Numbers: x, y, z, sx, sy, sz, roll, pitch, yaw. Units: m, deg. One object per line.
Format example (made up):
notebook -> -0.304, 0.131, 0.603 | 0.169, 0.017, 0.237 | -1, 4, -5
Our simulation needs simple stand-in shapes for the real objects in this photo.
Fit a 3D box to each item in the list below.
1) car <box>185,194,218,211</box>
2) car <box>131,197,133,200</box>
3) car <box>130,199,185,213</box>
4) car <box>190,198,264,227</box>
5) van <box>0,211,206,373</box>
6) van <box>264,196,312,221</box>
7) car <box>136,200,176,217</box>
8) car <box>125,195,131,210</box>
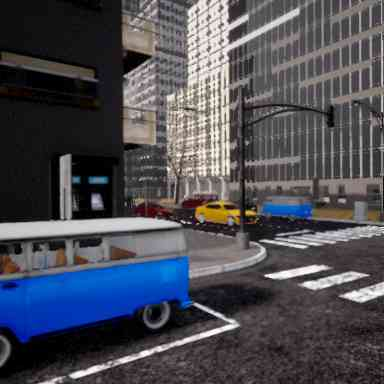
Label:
car -> 0.932, 1.163, 34.872 | 2.192, 1.841, 5.009 | -1, 1, -35
car -> -10.766, 1.258, 52.263 | 1.837, 1.490, 4.892 | -1, 1, -35
car -> -2.738, 1.520, 25.534 | 1.887, 1.381, 4.507 | -1, 1, -35
car -> 2.270, 1.444, 22.910 | 1.882, 1.535, 5.008 | -1, 1, -35
van -> -1.929, 1.343, 5.200 | 3.998, 1.788, 1.690 | 0, -1, -35
van -> 7.293, 1.239, 25.841 | 1.690, 1.788, 3.998 | -1, 1, -35
car -> -3.432, 1.486, 31.011 | 1.994, 1.385, 4.181 | -1, 1, -35
car -> -9.311, 1.403, 39.373 | 1.812, 1.442, 4.674 | -1, 1, -35
